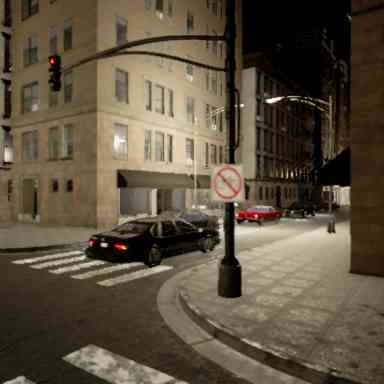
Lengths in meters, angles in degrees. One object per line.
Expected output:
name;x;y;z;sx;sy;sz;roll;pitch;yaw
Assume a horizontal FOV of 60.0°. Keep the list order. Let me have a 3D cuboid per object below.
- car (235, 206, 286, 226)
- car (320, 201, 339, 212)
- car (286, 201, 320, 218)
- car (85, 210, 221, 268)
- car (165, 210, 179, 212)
car;4.946;1.692;24.398;1.895;1.301;4.718;0;0;35
car;16.439;1.785;40.509;1.895;1.301;4.718;0;0;36
car;10.534;1.641;32.254;1.837;1.490;4.892;0;0;35
car;-1.049;1.580;11.581;2.033;1.411;5.357;0;0;36
car;-0.599;1.593;16.584;2.033;1.411;5.357;0;0;35
